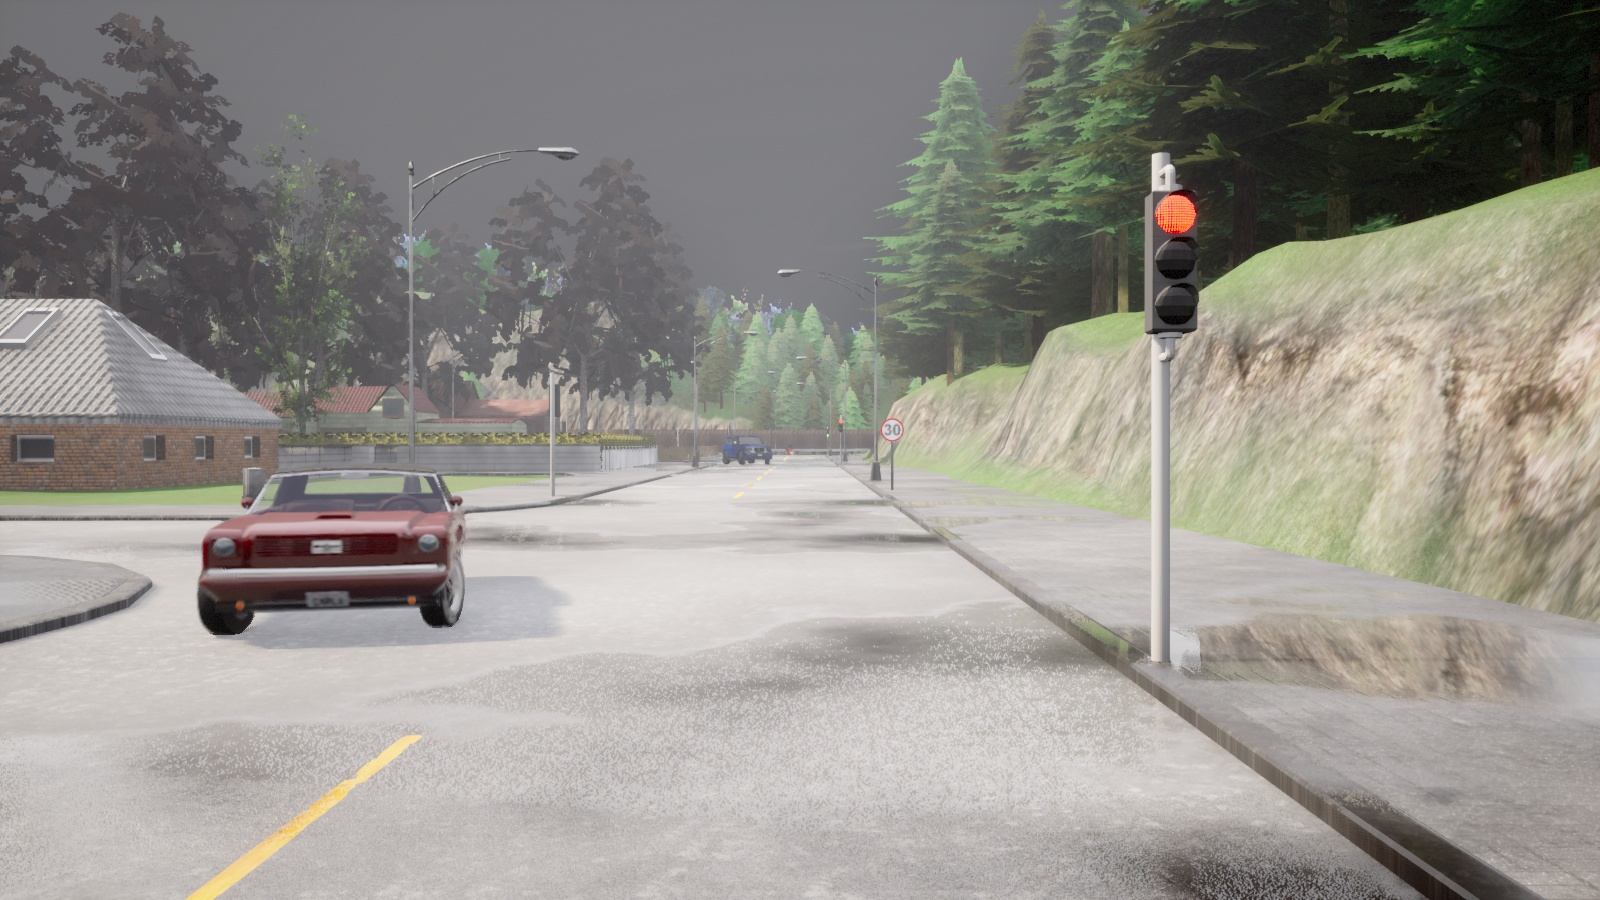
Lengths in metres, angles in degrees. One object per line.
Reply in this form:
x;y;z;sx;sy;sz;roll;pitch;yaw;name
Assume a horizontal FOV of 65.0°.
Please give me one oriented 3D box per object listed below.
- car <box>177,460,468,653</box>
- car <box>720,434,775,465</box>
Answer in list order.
-4.048;0.779;11.418;1.895;1.301;4.718;0;0;-14;car
-3.680;-0.026;86.566;2.150;2.045;5.566;0;0;-20;car
